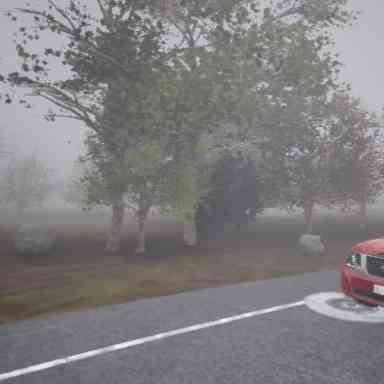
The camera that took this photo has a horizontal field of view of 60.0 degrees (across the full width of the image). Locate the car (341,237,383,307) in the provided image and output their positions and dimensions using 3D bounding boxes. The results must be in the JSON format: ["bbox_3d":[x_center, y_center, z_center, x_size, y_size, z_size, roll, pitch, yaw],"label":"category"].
[{"bbox_3d":[5.547,1.262,6.654,5.566,2.045,2.150,0,-1,-27],"label":"car"}]
